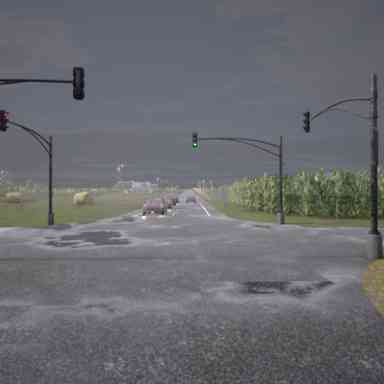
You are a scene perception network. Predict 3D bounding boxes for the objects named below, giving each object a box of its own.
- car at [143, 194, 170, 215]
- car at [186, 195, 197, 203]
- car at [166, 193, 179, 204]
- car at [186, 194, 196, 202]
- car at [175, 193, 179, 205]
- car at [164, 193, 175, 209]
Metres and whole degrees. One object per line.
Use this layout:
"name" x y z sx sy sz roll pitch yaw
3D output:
"car" -3.716 1.335 33.882 2.097 1.767 4.553 0 0 0
"car" -0.117 1.428 66.112 1.837 1.490 4.892 0 0 0
"car" -3.709 1.146 64.959 2.150 2.045 5.566 0 0 0
"car" -0.196 1.351 76.416 2.128 1.511 4.902 0 0 0
"car" -3.728 1.173 54.190 2.150 2.045 5.566 0 0 0
"car" -3.711 1.322 43.978 2.097 1.767 4.553 0 0 0
